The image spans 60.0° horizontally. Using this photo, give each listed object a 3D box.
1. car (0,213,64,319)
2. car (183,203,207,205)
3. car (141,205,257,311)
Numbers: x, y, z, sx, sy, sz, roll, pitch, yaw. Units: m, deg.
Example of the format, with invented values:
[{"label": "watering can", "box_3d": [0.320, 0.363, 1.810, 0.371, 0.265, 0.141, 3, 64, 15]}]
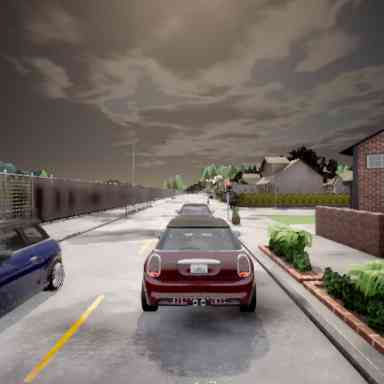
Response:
[{"label": "car", "box_3d": [-4.076, 1.352, 5.937, 2.097, 1.767, 4.553, 0, 0, 0]}, {"label": "car", "box_3d": [0.163, 1.351, 17.590, 2.097, 1.767, 4.553, 0, 0, 0]}, {"label": "car", "box_3d": [0.125, 1.352, 7.893, 2.097, 1.767, 4.553, 0, 0, 0]}]
